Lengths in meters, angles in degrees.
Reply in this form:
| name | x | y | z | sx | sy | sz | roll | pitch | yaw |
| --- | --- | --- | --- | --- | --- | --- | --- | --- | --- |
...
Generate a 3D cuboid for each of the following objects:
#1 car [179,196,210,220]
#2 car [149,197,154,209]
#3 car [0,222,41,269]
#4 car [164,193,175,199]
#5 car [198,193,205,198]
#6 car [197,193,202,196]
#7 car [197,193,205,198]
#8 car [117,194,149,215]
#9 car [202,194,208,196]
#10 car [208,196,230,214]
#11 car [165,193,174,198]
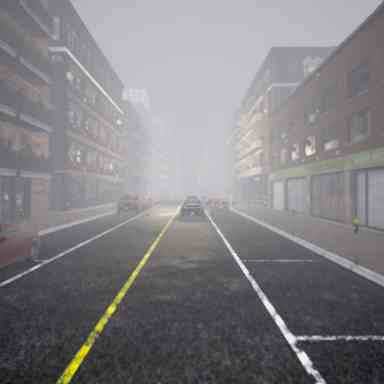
| name | x | y | z | sx | sy | sz | roll | pitch | yaw |
| --- | --- | --- | --- | --- | --- | --- | --- | --- | --- |
| car | 0.038 | 1.318 | 26.349 | 2.128 | 1.511 | 4.902 | 0 | 0 | 0 |
| car | -5.777 | 1.195 | 37.390 | 1.967 | 1.590 | 4.097 | 0 | 0 | 0 |
| car | -5.710 | 1.523 | 9.210 | 1.802 | 1.307 | 4.206 | 0 | 0 | 0 |
| car | -5.885 | 1.002 | 82.479 | 2.008 | 1.369 | 4.403 | 0 | 0 | 0 |
| car | 2.482 | 0.935 | 88.301 | 1.752 | 1.417 | 4.829 | 0 | 0 | 0 |
| car | -0.003 | 1.201 | 41.883 | 1.882 | 1.535 | 5.008 | 0 | 1 | 0 |
| car | 2.468 | 0.938 | 93.768 | 1.947 | 1.339 | 4.313 | 0 | 0 | 0 |
| car | -5.762 | 1.108 | 31.753 | 2.192 | 1.841 | 5.009 | 0 | 0 | 0 |
| car | 2.590 | 1.259 | 43.043 | 1.887 | 1.381 | 4.507 | 0 | 0 | 0 |
| car | 2.617 | 1.314 | 31.941 | 1.752 | 1.417 | 4.829 | 0 | 0 | 0 |
| car | -5.899 | 0.964 | 88.116 | 2.008 | 1.369 | 4.403 | 0 | 0 | 0 |
